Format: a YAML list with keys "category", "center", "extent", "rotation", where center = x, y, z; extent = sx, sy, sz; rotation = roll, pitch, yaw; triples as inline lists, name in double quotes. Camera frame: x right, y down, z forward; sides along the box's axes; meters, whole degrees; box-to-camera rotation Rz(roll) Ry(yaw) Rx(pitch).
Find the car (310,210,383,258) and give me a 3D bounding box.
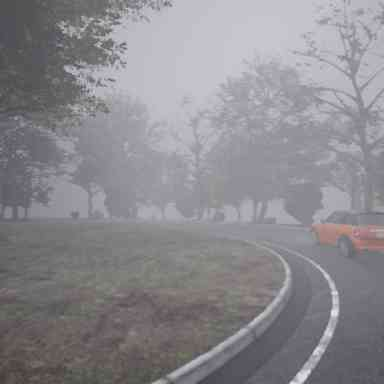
- category: "car"
  center: [6.504, 1.517, 13.594]
  extent: [2.097, 1.767, 4.553]
  rotation: [-1, -1, 0]
